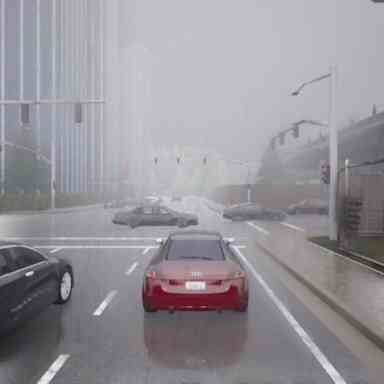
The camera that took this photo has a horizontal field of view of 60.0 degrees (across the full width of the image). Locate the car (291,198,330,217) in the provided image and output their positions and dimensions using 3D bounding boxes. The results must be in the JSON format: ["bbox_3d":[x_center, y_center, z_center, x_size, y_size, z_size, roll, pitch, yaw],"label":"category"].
[{"bbox_3d":[11.136,1.405,31.806,4.553,1.767,2.097,0,0,0],"label":"car"}]

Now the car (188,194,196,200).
[{"bbox_3d":[-0.031,1.353,84.694,1.837,1.490,4.892,0,0,0],"label":"car"}]

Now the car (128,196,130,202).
[{"bbox_3d":[-10.604,1.500,54.596,1.837,1.490,4.892,0,0,0],"label":"car"}]

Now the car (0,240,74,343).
[{"bbox_3d":[-3.444,1.504,5.222,1.837,1.490,4.892,0,0,0],"label":"car"}]

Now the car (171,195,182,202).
[{"bbox_3d":[-3.528,1.488,74.269,1.837,1.490,4.892,0,0,0],"label":"car"}]

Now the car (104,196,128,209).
[{"bbox_3d":[-10.609,1.487,45.352,2.128,1.511,4.902,0,0,0],"label":"car"}]

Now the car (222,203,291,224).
[{"bbox_3d":[4.537,1.555,24.588,4.674,1.442,1.812,0,0,0],"label":"car"}]

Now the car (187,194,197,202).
[{"bbox_3d":[-0.028,1.512,74.585,1.812,1.442,4.674,0,0,0],"label":"car"}]

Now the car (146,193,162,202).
[{"bbox_3d":[-7.096,1.216,58.168,2.150,2.045,5.566,0,0,1],"label":"car"}]

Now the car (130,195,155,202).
[{"bbox_3d":[-7.106,1.543,47.978,2.033,1.411,5.357,0,0,0],"label":"car"}]

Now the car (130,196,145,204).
[{"bbox_3d":[-10.556,1.541,64.911,2.033,1.411,5.357,0,0,1],"label":"car"}]

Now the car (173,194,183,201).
[{"bbox_3d":[-3.531,1.378,84.693,2.128,1.511,4.902,0,0,0],"label":"car"}]

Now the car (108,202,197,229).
[{"bbox_3d":[-2.252,1.567,21.072,5.357,1.411,2.033,0,0,0],"label":"car"}]

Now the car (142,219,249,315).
[{"bbox_3d":[0.069,1.563,7.680,1.994,1.385,4.181,0,0,0],"label":"car"}]
